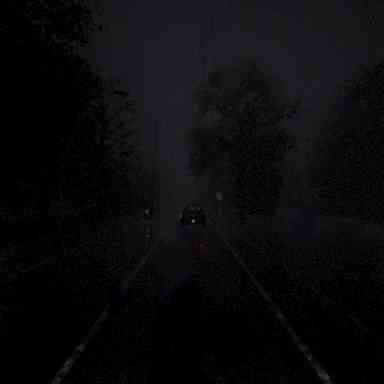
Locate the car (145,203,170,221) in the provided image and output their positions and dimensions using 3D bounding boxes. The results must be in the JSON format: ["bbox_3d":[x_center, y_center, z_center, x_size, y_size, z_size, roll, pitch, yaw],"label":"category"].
[{"bbox_3d":[-3.348,1.842,32.631,2.097,1.767,4.553,0,-1,0],"label":"car"}]

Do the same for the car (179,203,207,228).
[{"bbox_3d":[0.098,1.803,24.701,2.128,1.511,4.902,0,-1,0],"label":"car"}]
